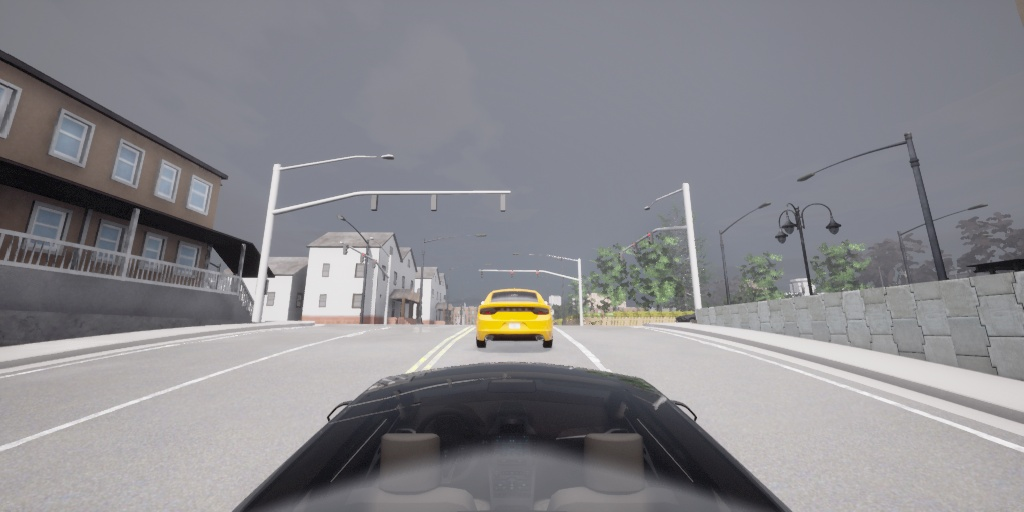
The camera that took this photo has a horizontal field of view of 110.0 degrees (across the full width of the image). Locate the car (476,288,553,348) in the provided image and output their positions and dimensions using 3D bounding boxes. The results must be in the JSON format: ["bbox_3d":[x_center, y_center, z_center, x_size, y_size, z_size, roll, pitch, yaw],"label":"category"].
[{"bbox_3d":[0.069,1.723,10.549,1.882,1.535,5.008,0,-7,0],"label":"car"}]

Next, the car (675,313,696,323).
[{"bbox_3d":[16.485,5.262,30.397,5.008,1.535,1.882,0,-12,1],"label":"car"}]
